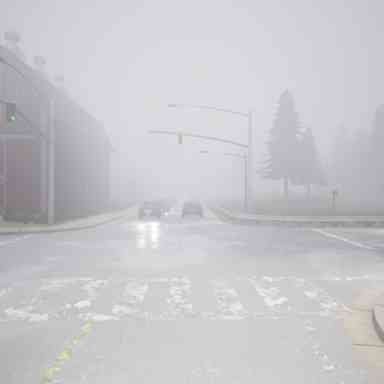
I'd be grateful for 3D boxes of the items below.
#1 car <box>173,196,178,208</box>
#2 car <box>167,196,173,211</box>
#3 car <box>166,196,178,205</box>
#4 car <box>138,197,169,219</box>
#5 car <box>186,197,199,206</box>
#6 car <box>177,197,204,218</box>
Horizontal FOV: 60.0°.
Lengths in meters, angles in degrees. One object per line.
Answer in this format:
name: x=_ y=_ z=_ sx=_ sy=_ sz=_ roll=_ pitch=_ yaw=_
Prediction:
car: x=-3.539 y=1.526 z=49.332 sx=1.812 sy=1.442 sz=4.674 roll=0 pitch=0 yaw=0
car: x=-3.555 y=1.505 z=39.067 sx=1.837 sy=1.490 sz=4.892 roll=0 pitch=0 yaw=0
car: x=-3.486 y=1.478 z=59.820 sx=1.882 sy=1.535 sz=5.008 roll=0 pitch=0 yaw=0
car: x=-3.568 y=1.491 z=29.596 sx=2.128 sy=1.511 sz=4.902 roll=0 pitch=0 yaw=0
car: x=0.062 y=1.547 z=55.877 sx=2.033 sy=1.411 sz=5.357 roll=0 pitch=0 yaw=0
car: x=0.033 y=1.492 z=30.411 sx=2.128 sy=1.511 sz=4.902 roll=0 pitch=0 yaw=0
